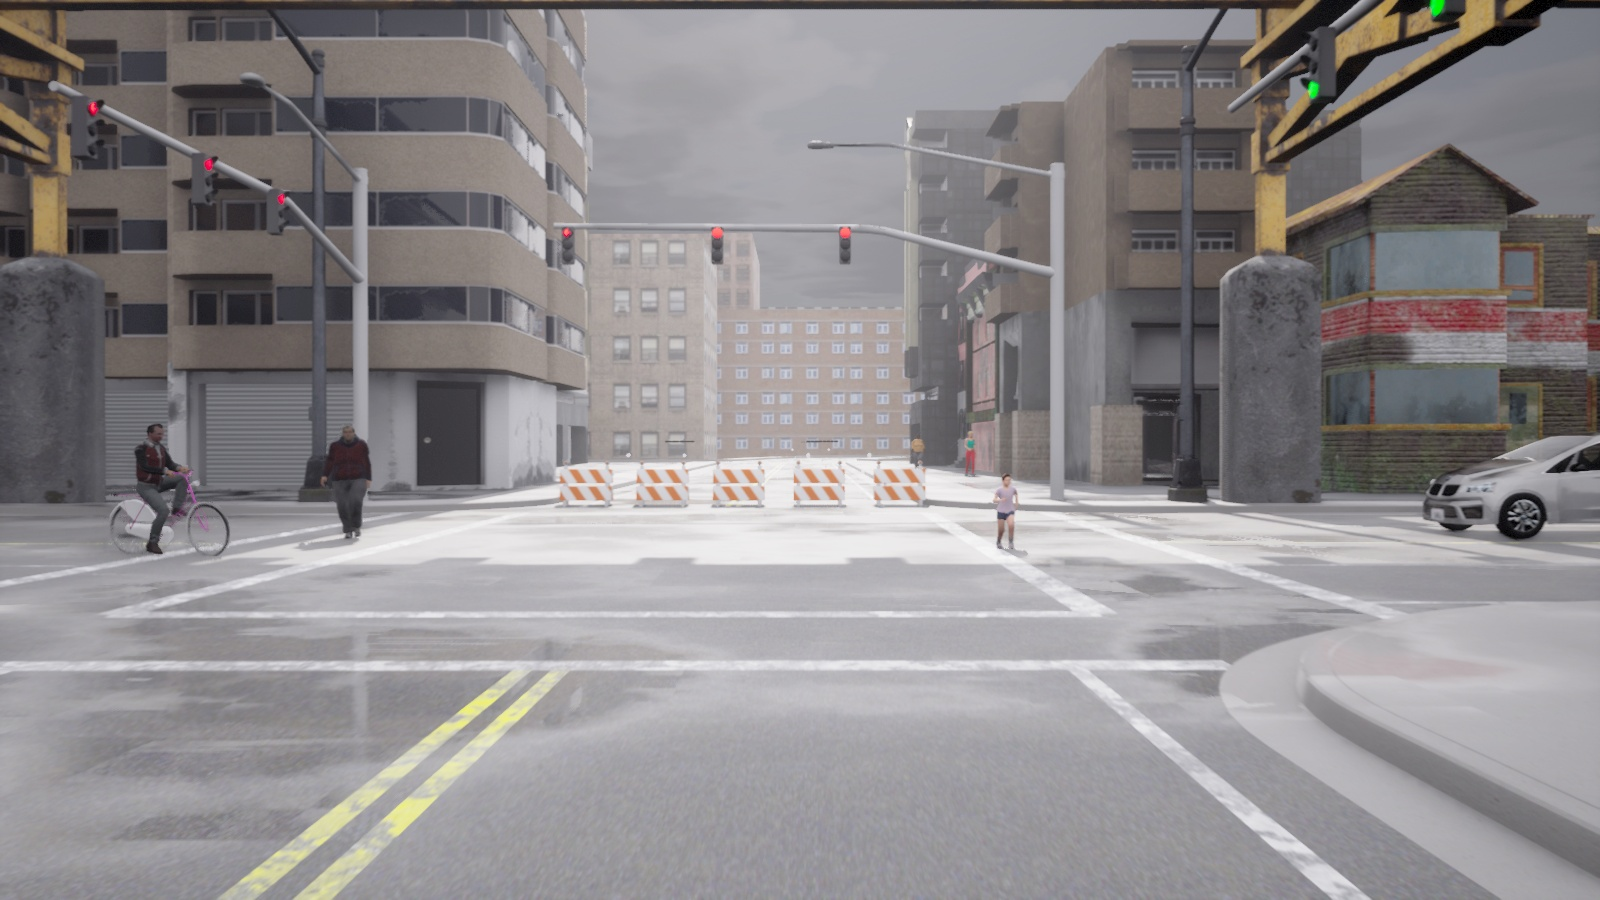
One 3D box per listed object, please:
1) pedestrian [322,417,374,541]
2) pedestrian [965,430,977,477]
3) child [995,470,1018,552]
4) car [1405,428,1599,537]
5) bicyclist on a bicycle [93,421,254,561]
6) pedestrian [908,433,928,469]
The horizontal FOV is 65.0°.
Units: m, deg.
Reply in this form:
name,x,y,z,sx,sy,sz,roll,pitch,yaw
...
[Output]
name,x,y,z,sx,sy,sz,roll,pitch,yaw
pedestrian,-6.896,0.431,19.186,0.634,1.844,0.899,0,0,-13
pedestrian,6.785,0.137,49.762,0.345,1.836,0.594,0,0,-7
child,2.831,0.832,17.210,0.255,1.110,0.394,0,0,1
car,12.628,0.487,20.284,4.611,1.667,2.242,0,0,0
bicyclist on a bicycle,-8.217,0.518,16.481,1.843,1.776,0.659,0,2,13
pedestrian,6.030,0.056,63.990,0.874,1.855,0.900,0,0,-4
